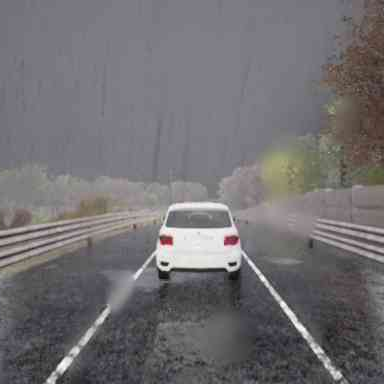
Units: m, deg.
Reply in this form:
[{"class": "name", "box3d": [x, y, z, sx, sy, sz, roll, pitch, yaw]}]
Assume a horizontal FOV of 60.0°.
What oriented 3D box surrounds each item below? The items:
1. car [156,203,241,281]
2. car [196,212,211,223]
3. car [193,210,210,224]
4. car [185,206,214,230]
[{"class": "car", "box3d": [0.215, 1.353, 10.424, 2.150, 2.045, 5.566, 0, -1, 1]}, {"class": "car", "box3d": [1.769, 3.760, 48.902, 2.033, 1.411, 5.357, 0, -4, 4]}, {"class": "car", "box3d": [1.185, 2.919, 38.826, 1.882, 1.535, 5.008, 0, -4, 3]}, {"class": "car", "box3d": [0.630, 2.062, 26.939, 2.097, 1.767, 4.553, 0, -3, 2]}]
